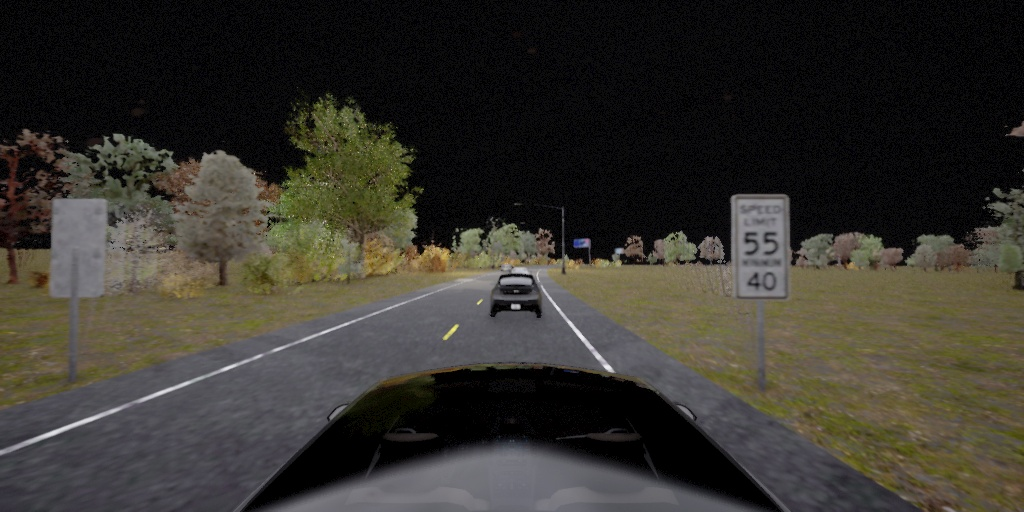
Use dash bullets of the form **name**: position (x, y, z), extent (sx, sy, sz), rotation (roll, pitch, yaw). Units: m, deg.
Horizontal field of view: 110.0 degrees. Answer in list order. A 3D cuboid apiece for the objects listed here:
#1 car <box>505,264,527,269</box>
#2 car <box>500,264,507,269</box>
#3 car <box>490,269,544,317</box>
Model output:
- **car**: position (0.681, 1.664, 29.706), extent (1.812, 1.442, 4.674), rotation (0, -1, 3)
- **car**: position (-0.876, 2.088, 61.350), extent (2.128, 1.511, 4.902), rotation (0, -1, 6)
- **car**: position (0.190, 1.427, 14.110), extent (1.837, 1.490, 4.892), rotation (0, 0, 2)
